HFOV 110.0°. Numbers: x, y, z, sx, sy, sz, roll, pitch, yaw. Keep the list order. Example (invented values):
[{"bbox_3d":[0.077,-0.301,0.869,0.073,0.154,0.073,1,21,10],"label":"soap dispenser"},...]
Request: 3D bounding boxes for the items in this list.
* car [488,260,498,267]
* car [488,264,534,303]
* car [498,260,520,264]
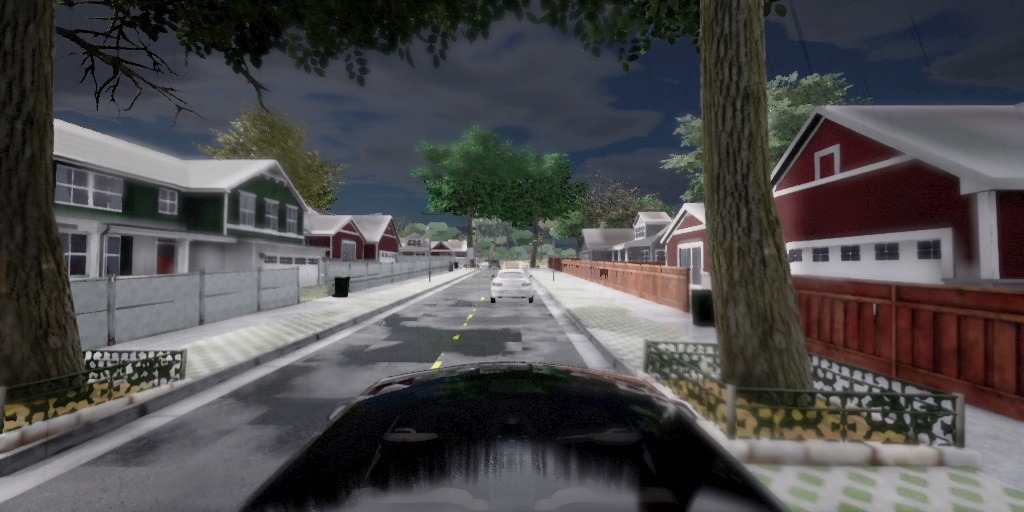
[{"bbox_3d":[-2.751,1.291,57.529,1.812,1.442,4.674,0,0,0],"label":"car"},{"bbox_3d":[0.000,1.285,16.507,1.812,1.442,4.674,0,0,0],"label":"car"},{"bbox_3d":[-0.001,1.236,31.515,1.882,1.535,5.008,0,0,0],"label":"car"}]
